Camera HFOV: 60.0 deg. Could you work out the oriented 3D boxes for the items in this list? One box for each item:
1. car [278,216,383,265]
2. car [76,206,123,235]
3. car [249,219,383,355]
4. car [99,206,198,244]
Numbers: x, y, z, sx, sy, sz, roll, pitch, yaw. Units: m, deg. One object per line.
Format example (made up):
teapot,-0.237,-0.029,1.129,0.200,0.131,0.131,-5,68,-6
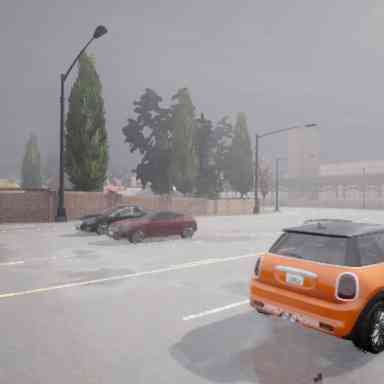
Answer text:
car,5.477,1.691,12.794,4.718,1.301,1.895,1,-1,-42
car,-3.984,1.529,18.762,4.902,1.511,2.128,1,0,-40
car,3.238,1.376,6.411,4.553,1.767,2.097,1,0,-38
car,-1.759,1.565,16.058,4.674,1.442,1.812,1,0,-40
